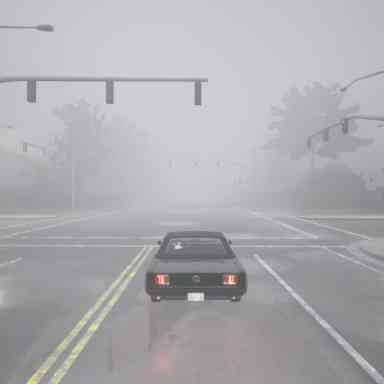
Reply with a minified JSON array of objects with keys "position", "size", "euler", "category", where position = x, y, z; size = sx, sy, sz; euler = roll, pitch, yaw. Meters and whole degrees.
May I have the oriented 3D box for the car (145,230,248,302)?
[{"position":[0.065,1.601,8.208],"size":[1.895,1.301,4.718],"euler":[0,0,0],"category":"car"}]
